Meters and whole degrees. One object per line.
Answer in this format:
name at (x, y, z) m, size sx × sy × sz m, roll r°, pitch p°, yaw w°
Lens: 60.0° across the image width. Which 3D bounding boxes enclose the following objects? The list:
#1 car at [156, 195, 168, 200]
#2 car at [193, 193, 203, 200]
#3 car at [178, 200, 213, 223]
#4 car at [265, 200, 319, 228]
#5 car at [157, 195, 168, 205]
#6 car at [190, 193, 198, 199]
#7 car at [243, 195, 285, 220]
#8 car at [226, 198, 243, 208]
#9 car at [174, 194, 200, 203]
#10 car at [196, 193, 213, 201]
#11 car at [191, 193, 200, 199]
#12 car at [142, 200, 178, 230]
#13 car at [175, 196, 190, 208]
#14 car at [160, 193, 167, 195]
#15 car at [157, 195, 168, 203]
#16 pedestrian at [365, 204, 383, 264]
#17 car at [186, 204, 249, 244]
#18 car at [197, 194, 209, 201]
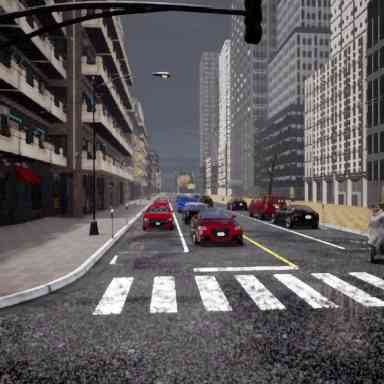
car at (-3.353, 1.343, 36.524) m, size 1.887 × 1.381 × 4.507 m, roll 0°, pitch 0°, yaw -5°
car at (1.421, 1.008, 81.239) m, size 1.967 × 1.590 × 4.097 m, roll 0°, pitch 0°, yaw -5°
car at (0.271, 1.463, 23.859) m, size 1.895 × 1.301 × 4.718 m, roll 0°, pitch 0°, yaw -5°
car at (6.342, 1.436, 20.689) m, size 1.947 × 1.339 × 4.313 m, roll 0°, pitch 0°, yaw -5°
car at (-4.682, 1.239, 52.870) m, size 1.752 × 1.417 × 4.829 m, roll 0°, pitch 0°, yaw -5°
car at (0.526, 1.071, 92.250) m, size 2.008 × 1.369 × 4.403 m, roll 0°, pitch 0°, yaw -5°
car at (5.896, 1.154, 26.193) m, size 2.192 × 1.841 × 5.009 m, roll 0°, pitch 0°, yaw -5°
car at (5.000, 1.346, 37.202) m, size 1.947 × 1.339 × 4.313 m, roll 0°, pitch 0°, yaw -5°
car at (-0.563, 1.284, 34.229) m, size 1.882 × 1.535 × 5.008 m, roll 0°, pitch 0°, yaw -4°
car at (1.728, 1.250, 44.787) m, size 1.837 × 1.490 × 4.892 m, roll 0°, pitch 0°, yaw -4°
car at (0.973, 1.095, 86.745) m, size 2.008 × 1.369 × 4.403 m, roll 0°, pitch 0°, yaw -5°
car at (-2.010, 1.433, 20.011) m, size 1.887 × 1.381 × 4.507 m, roll 0°, pitch 0°, yaw -5°
car at (-1.365, 1.256, 44.612) m, size 1.837 × 1.490 × 4.892 m, roll 0°, pitch 0°, yaw -4°
car at (-4.234, 1.267, 47.364) m, size 1.752 × 1.417 × 4.829 m, roll 0°, pitch 0°, yaw -5°
car at (-5.143, 1.251, 58.543) m, size 1.947 × 1.339 × 4.313 m, roll 0°, pitch 0°, yaw -5°
pedestrian at (5.658, 1.227, 10.178) m, size 0.375 × 1.860 × 0.375 m, roll 0°, pitch 0°, yaw -5°
car at (0.980, 1.476, 15.108) m, size 1.994 × 1.385 × 4.181 m, roll 0°, pitch 0°, yaw -5°
car at (2.315, 1.181, 70.231) m, size 1.947 × 1.339 × 4.313 m, roll 0°, pitch 0°, yaw -5°
